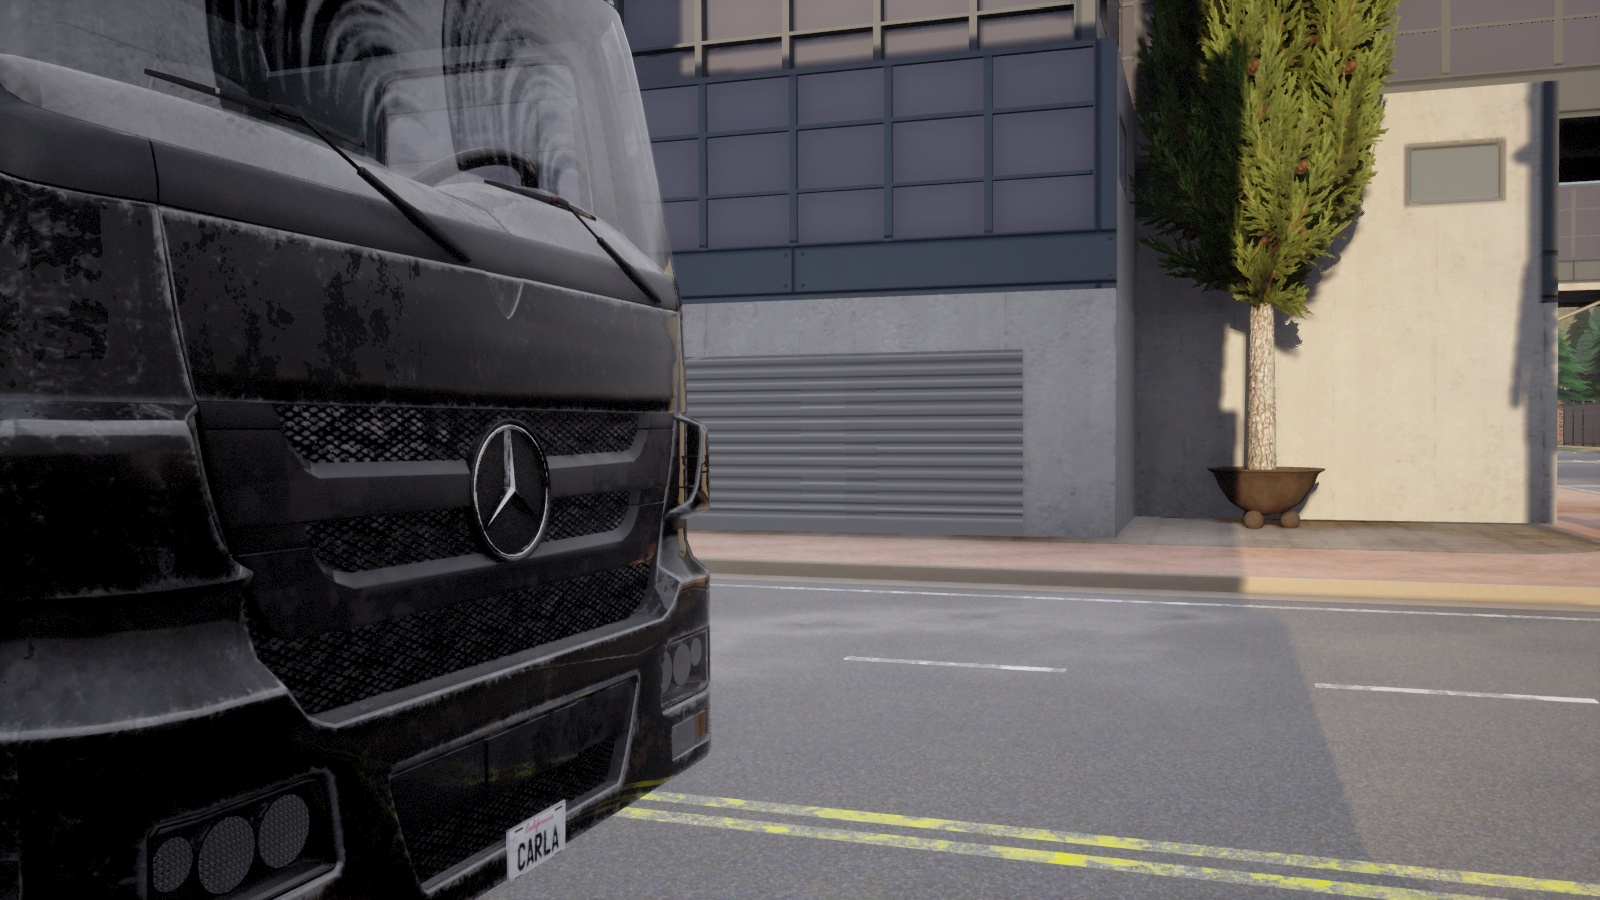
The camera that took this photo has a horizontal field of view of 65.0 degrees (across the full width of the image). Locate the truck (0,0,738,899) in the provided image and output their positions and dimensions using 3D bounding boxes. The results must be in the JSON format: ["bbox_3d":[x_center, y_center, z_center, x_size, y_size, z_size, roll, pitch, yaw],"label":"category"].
[{"bbox_3d":[-4.464,-0.248,4.736,7.936,3.462,2.891,1,1,20],"label":"truck"}]
